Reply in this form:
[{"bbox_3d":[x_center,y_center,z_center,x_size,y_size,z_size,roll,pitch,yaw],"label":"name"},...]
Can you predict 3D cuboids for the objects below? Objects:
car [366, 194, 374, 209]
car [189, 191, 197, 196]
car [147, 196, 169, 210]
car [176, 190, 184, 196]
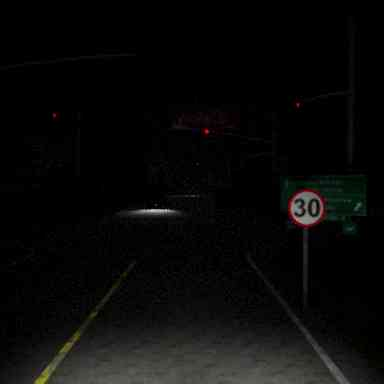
[{"bbox_3d":[14.458,1.077,30.634,3.866,1.878,1.905,0,1,0],"label":"car"},{"bbox_3d":[0.316,0.338,83.366,1.994,1.385,4.181,0,1,0],"label":"car"},{"bbox_3d":[-3.479,1.056,34.345,1.994,1.385,4.181,0,1,0],"label":"car"},{"bbox_3d":[-3.164,0.259,88.473,1.994,1.385,4.181,0,1,0],"label":"car"}]
